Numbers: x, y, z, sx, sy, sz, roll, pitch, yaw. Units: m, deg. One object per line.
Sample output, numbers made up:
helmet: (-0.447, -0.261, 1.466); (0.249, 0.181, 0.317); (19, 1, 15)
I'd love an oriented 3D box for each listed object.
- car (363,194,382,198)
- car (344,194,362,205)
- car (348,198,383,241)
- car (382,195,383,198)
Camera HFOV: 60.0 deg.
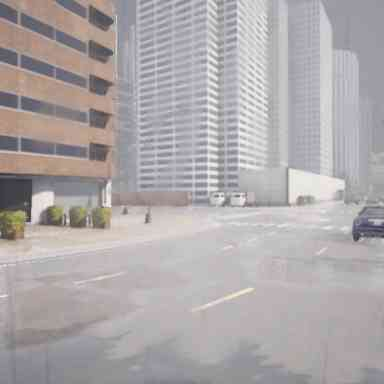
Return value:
car: (33.423, 1.488, 61.518); (2.097, 1.767, 4.553); (0, 0, 32)
car: (30.429, 1.377, 63.332); (2.150, 2.045, 5.566); (0, 0, 32)
car: (9.280, 1.389, 16.297); (2.097, 1.767, 4.553); (0, 0, 33)
car: (42.155, 1.371, 75.472); (2.150, 2.045, 5.566); (0, 0, 32)
